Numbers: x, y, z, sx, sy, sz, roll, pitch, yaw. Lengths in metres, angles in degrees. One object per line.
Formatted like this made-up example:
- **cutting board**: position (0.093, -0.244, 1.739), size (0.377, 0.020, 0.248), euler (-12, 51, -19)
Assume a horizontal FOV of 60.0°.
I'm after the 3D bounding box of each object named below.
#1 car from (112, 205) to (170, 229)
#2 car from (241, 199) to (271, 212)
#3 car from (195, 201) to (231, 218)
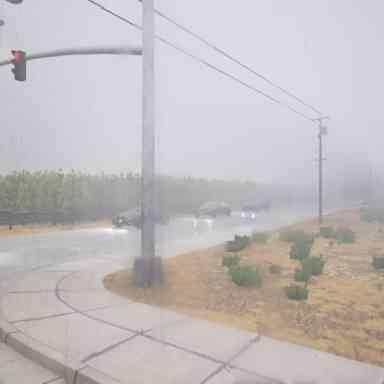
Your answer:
- **car**: position (-3.335, 1.598, 22.265), size (1.994, 1.385, 4.181), euler (0, 0, 33)
- **car**: position (7.684, 1.582, 39.351), size (2.033, 1.411, 5.357), euler (0, 0, 33)
- **car**: position (2.040, 1.560, 30.580), size (1.812, 1.442, 4.674), euler (0, 0, 33)
